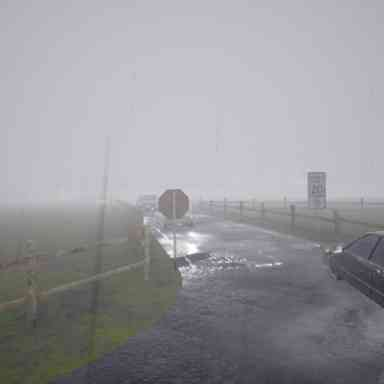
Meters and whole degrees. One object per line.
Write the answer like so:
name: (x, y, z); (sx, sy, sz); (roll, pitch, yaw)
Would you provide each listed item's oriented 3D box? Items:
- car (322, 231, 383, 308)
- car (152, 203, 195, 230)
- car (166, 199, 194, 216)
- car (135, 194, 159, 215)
car: (4.226, 1.480, 6.500); (2.033, 1.411, 5.357); (-1, 0, 5)
car: (-1.215, 1.597, 21.583); (1.895, 1.301, 4.718); (-1, 0, -13)
car: (-1.302, 1.486, 33.392); (1.812, 1.442, 4.674); (-1, 0, -16)
car: (-4.514, 1.246, 34.225); (2.150, 2.045, 5.566); (-1, 0, -16)
